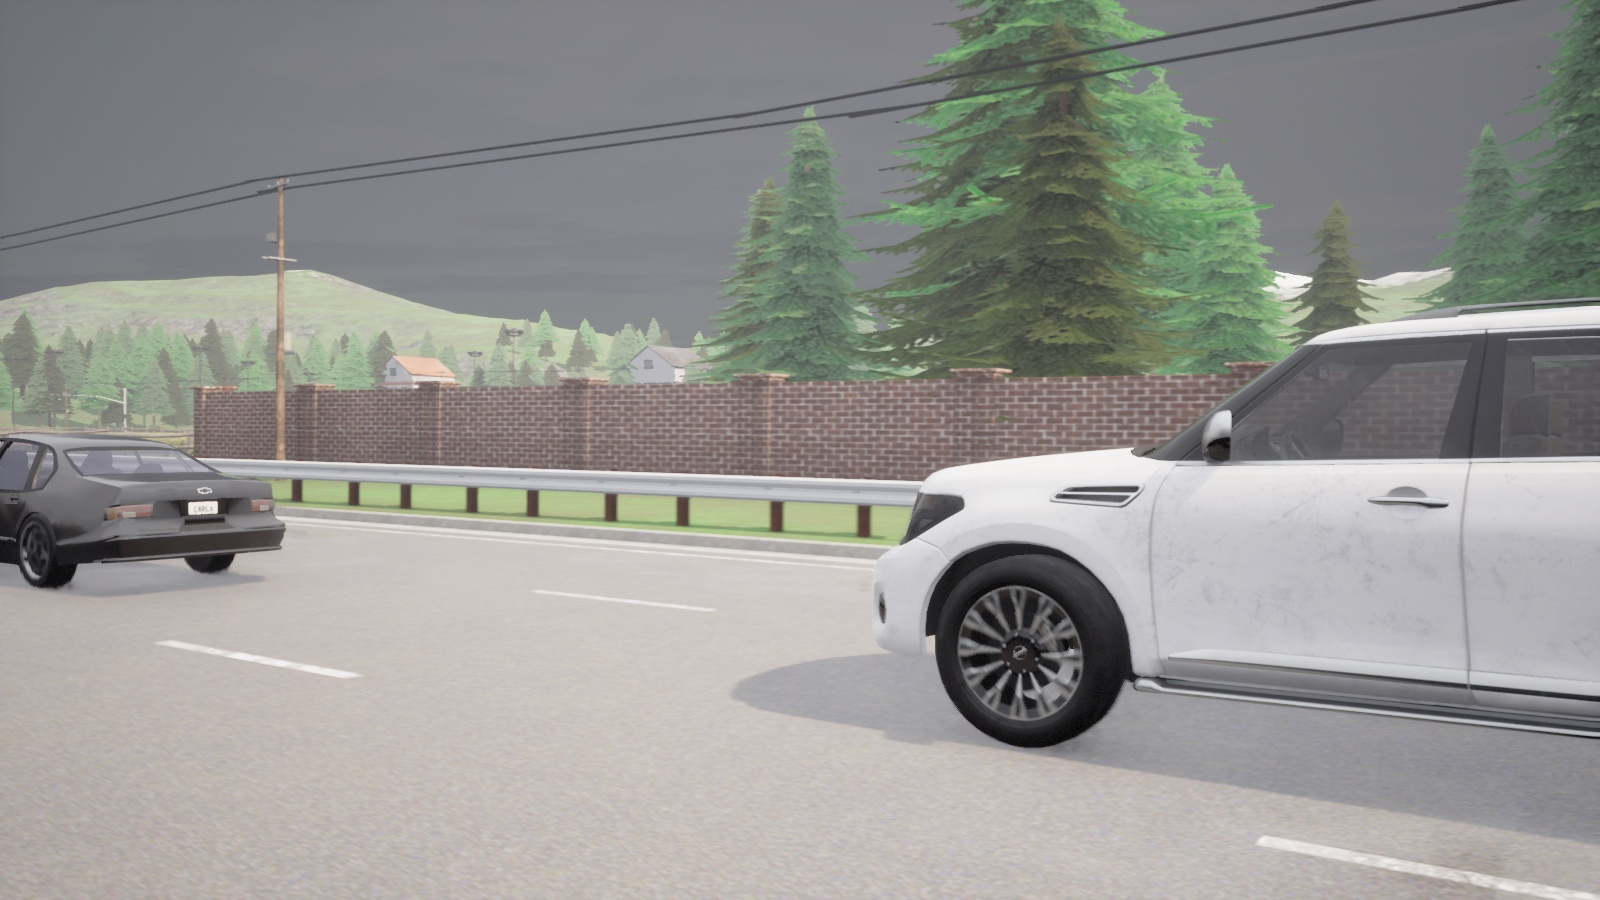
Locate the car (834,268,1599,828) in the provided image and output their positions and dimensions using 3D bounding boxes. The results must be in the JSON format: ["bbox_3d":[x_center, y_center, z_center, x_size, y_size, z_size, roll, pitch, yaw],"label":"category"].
[{"bbox_3d":[3.096,0.344,5.763,5.566,2.045,2.150,0,1,34],"label":"car"}]

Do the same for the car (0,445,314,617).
[{"bbox_3d":[-7.515,0.672,12.819,5.357,1.411,2.033,0,1,34],"label":"car"}]
